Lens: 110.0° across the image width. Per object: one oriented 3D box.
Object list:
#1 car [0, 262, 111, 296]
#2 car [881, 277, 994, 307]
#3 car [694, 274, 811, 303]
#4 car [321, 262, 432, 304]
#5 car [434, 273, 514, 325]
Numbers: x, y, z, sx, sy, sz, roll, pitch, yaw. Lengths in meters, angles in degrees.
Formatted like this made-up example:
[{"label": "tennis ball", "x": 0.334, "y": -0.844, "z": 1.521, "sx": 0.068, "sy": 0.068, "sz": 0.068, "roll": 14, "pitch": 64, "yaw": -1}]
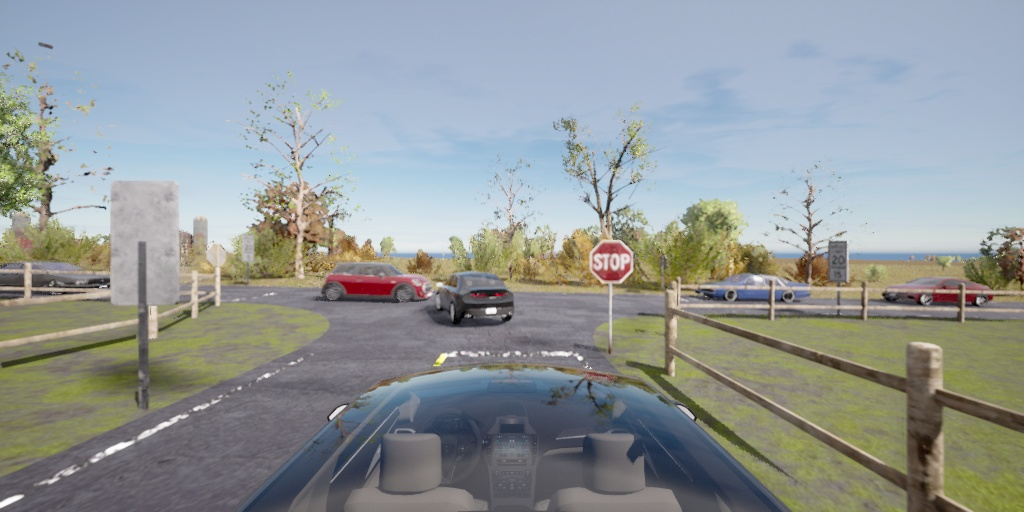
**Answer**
[{"label": "car", "x": -21.109, "y": 0.965, "z": 16.201, "sx": 5.357, "sy": 1.411, "sz": 2.033, "roll": 1, "pitch": 0, "yaw": 0}, {"label": "car", "x": 22.685, "y": 1.860, "z": 19.177, "sx": 4.674, "sy": 1.442, "sz": 1.812, "roll": 1, "pitch": 0, "yaw": 0}, {"label": "car", "x": 12.781, "y": 1.671, "z": 19.157, "sx": 5.357, "sy": 1.411, "sz": 2.033, "roll": 1, "pitch": 0, "yaw": -1}, {"label": "car", "x": -5.973, "y": 1.097, "z": 16.211, "sx": 4.553, "sy": 1.767, "sz": 2.097, "roll": 1, "pitch": 1, "yaw": 0}, {"label": "car", "x": -1.412, "y": 1.307, "z": 12.330, "sx": 1.837, "sy": 1.490, "sz": 4.892, "roll": 0, "pitch": 0, "yaw": -20}]
